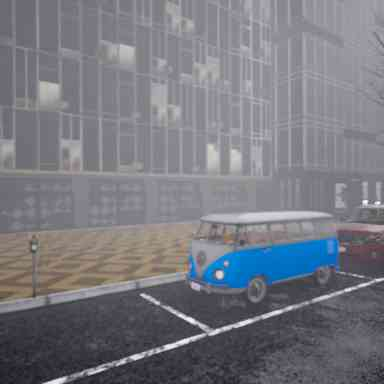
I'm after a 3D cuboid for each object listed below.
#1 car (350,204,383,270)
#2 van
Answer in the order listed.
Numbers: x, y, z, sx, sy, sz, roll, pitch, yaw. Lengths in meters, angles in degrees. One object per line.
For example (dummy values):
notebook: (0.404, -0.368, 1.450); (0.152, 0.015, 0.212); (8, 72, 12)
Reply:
car: (6.403, 1.346, 11.185); (5.009, 1.841, 2.192); (0, -1, -36)
van: (1.780, 1.363, 7.856); (3.998, 1.788, 1.690); (0, -1, -36)
